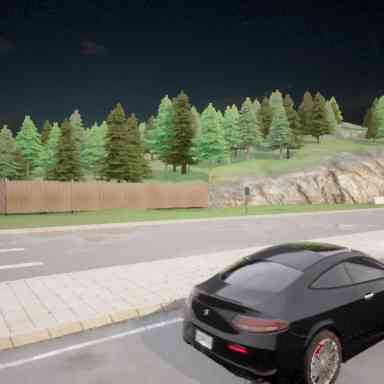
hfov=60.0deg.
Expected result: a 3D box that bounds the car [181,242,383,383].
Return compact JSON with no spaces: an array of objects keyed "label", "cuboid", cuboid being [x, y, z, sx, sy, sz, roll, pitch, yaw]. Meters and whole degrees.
[{"label":"car","cuboid":[2.010,1.525,5.180,4.674,1.442,1.812,0,0,-35]}]
